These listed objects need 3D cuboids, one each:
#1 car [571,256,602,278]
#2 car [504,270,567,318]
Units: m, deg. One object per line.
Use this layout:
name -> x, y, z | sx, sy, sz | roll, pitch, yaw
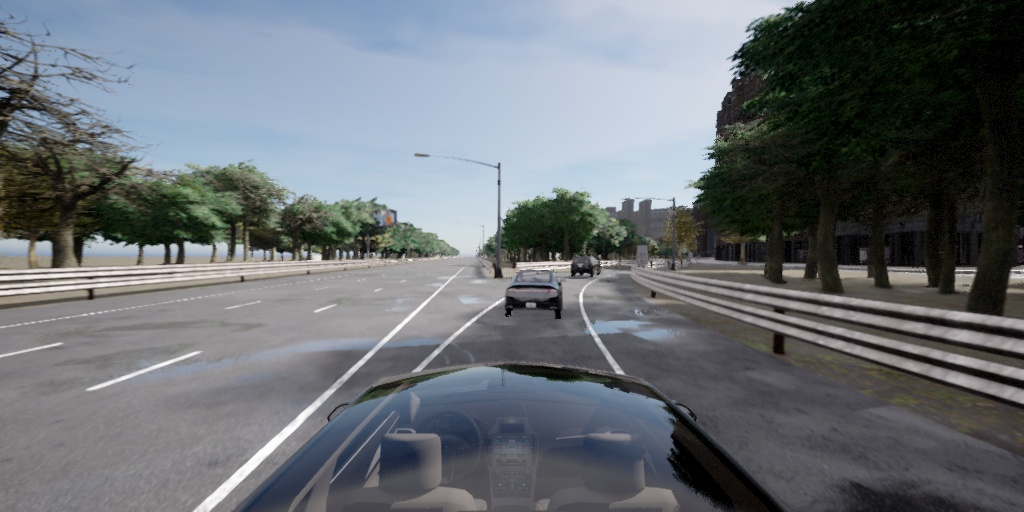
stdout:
car -> 7.449, 1.042, 35.793 | 2.150, 2.045, 5.566 | 0, 0, 24
car -> 0.926, 1.252, 13.100 | 2.128, 1.511, 4.902 | 0, 0, 8
